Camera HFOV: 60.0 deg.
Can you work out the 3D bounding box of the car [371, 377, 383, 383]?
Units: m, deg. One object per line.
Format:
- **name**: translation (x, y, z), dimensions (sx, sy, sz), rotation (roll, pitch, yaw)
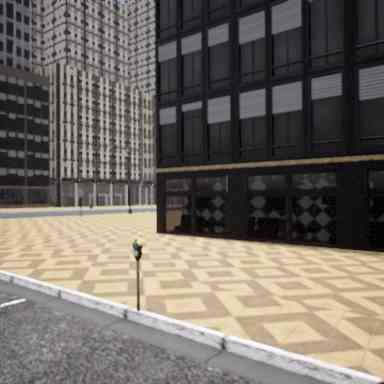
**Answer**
- **car**: translation (2.558, 1.442, 1.063), dimensions (4.097, 1.590, 1.967), rotation (0, -1, 35)
